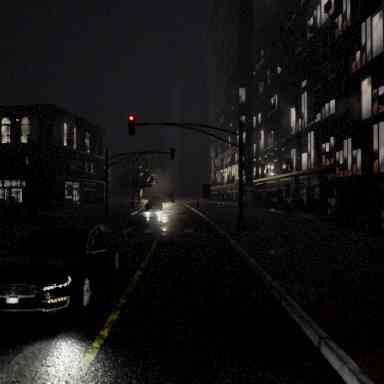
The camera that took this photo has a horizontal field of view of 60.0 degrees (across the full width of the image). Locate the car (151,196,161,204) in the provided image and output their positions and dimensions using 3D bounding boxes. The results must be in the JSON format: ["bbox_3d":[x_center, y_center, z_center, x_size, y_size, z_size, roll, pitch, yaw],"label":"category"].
[{"bbox_3d":[-7.283,1.487,66.520,1.837,1.490,4.892,0,0,-7],"label":"car"}]

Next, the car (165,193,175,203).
[{"bbox_3d":[-4.836,1.208,69.121,2.150,2.045,5.566,0,0,-8],"label":"car"}]

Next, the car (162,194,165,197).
[{"bbox_3d":[-5.548,1.492,51.189,1.837,1.490,4.892,0,1,-6],"label":"car"}]

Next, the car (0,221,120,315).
[{"bbox_3d":[-2.948,1.505,7.815,1.837,1.490,4.892,0,0,-1],"label":"car"}]

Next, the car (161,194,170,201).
[{"bbox_3d":[-6.380,1.335,79.389,1.812,1.442,4.674,0,0,-10],"label":"car"}]

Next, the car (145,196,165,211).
[{"bbox_3d":[-4.494,1.557,39.692,1.994,1.385,4.181,0,0,-4],"label":"car"}]
